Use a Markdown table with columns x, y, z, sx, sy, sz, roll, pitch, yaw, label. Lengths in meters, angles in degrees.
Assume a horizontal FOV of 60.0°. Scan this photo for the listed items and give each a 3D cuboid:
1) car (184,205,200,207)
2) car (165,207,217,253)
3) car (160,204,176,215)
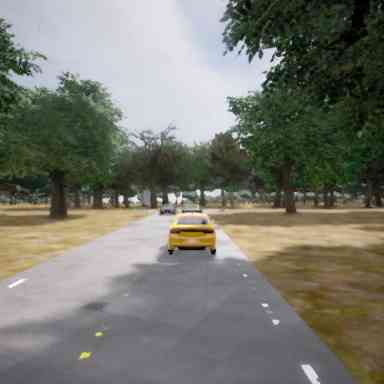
| x | y | z | sx | sy | sz | roll | pitch | yaw | label |
| --- | --- | --- | --- | --- | --- | --- | --- | --- | --- |
| 0.010 | 1.909 | 29.344 | 2.128 | 1.511 | 4.902 | 0 | -1 | 0 | car |
| 0.009 | 1.652 | 14.512 | 1.882 | 1.535 | 5.008 | 0 | 0 | 0 | car |
| -2.997 | 2.237 | 42.482 | 1.994 | 1.385 | 4.181 | 0 | -1 | 0 | car |
